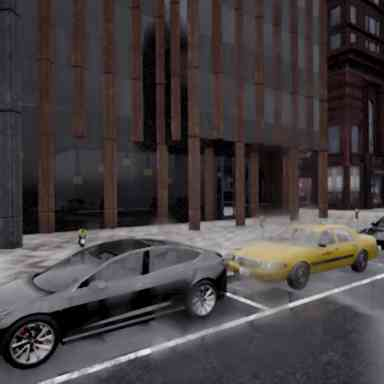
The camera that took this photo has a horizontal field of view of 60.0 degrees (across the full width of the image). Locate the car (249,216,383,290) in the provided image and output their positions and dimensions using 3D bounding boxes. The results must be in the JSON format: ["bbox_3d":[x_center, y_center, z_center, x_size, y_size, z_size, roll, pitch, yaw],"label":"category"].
[{"bbox_3d":[3.140,1.457,8.890,4.829,1.417,1.752,-1,0,-36],"label":"car"}]

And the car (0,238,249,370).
[{"bbox_3d":[-1.309,1.546,5.716,4.313,1.339,1.947,-1,0,-36],"label":"car"}]
